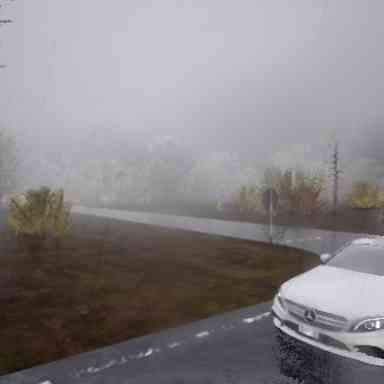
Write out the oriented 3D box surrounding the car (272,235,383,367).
[{"bbox_3d":[3.410,1.529,5.688,4.674,1.442,1.812,0,0,-35],"label":"car"}]
